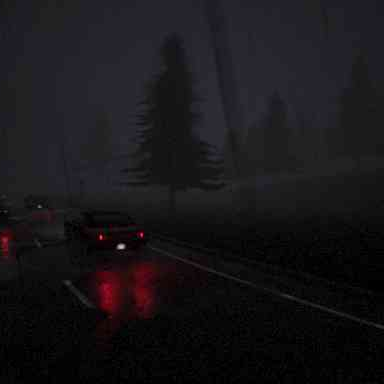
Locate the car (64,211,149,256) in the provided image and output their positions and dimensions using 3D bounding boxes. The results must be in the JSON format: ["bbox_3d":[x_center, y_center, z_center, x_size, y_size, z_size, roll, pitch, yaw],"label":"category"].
[{"bbox_3d":[-3.360,1.359,12.214,1.895,1.301,4.718,0,1,-31],"label":"car"}]

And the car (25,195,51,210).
[{"bbox_3d":[-14.364,0.935,30.880,1.895,1.301,4.718,0,1,-30],"label":"car"}]

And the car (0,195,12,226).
[{"bbox_3d":[-11.274,1.096,18.715,1.812,1.442,4.674,0,1,-30],"label":"car"}]

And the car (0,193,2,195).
[{"bbox_3d":[-20.473,0.763,34.389,2.033,1.411,5.357,0,1,-30],"label":"car"}]
